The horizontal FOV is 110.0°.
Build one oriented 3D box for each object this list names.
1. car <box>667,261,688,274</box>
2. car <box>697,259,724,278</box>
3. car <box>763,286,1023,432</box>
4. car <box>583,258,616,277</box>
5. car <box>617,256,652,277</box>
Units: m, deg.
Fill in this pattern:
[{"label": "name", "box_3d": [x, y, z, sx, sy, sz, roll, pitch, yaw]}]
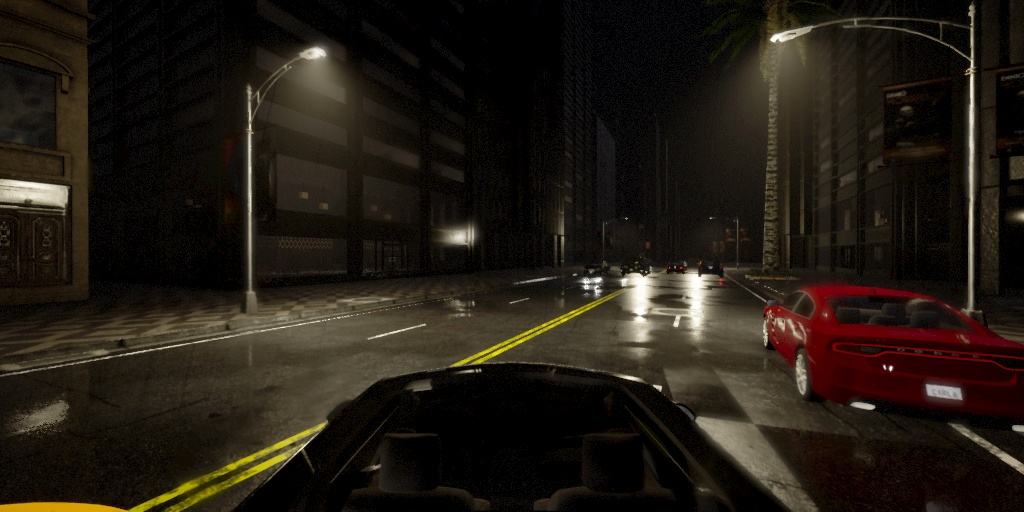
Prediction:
[{"label": "car", "box_3d": [18.647, 1.315, 40.733, 2.033, 1.411, 5.357, 0, 0, 27]}, {"label": "car", "box_3d": [19.287, 1.116, 34.911, 2.097, 1.767, 4.553, 0, 0, 27]}, {"label": "car", "box_3d": [5.513, 1.228, 5.834, 1.882, 1.535, 5.008, 0, 0, 27]}, {"label": "car", "box_3d": [8.489, 1.253, 35.635, 2.128, 1.511, 4.902, 0, 0, 27]}, {"label": "car", "box_3d": [12.559, 0.985, 36.441, 2.150, 2.045, 5.566, 0, 0, 27]}]
